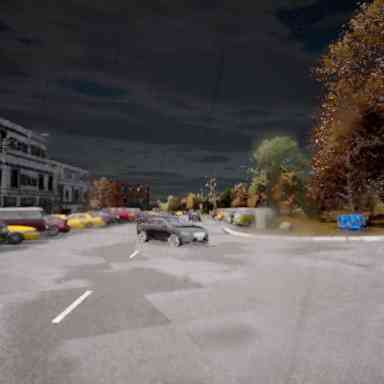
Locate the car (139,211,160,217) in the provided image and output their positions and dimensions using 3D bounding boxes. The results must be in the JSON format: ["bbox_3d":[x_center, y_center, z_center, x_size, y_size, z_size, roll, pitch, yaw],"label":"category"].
[{"bbox_3d":[-10.854,5.602,85.325,4.892,1.521,2.231,0,-4,-20],"label":"car"}]

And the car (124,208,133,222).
[{"bbox_3d":[-11.203,3.142,44.314,5.566,2.045,2.435,0,-3,-20],"label":"car"}]

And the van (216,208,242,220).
[{"bbox_3d":[6.888,4.095,61.781,4.442,1.987,1.878,2,-4,-19],"label":"van"}]

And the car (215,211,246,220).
[{"bbox_3d":[6.748,4.158,58.784,4.892,1.521,2.231,2,-4,-19],"label":"car"}]

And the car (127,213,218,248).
[{"bbox_3d":[-1.201,2.090,18.070,2.128,1.511,4.902,2,-3,-41],"label":"car"}]

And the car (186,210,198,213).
[{"bbox_3d":[0.411,3.884,52.906,1.812,1.442,4.674,0,-3,0],"label":"car"}]

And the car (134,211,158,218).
[{"bbox_3d":[-11.065,5.276,79.399,5.366,1.575,1.946,0,-3,-20],"label":"car"}]

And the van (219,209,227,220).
[{"bbox_3d":[6.557,3.310,46.991,4.442,1.987,1.878,2,-3,-19],"label":"van"}]

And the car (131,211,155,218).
[{"bbox_3d":[-10.950,4.961,73.611,4.892,1.521,2.231,0,-4,-20],"label":"car"}]

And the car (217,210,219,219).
[{"bbox_3d":[6.681,3.731,49.965,4.674,1.452,2.002,2,-3,-19],"label":"car"}]

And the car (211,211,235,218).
[{"bbox_3d":[6.900,4.988,73.495,4.792,1.488,2.163,2,-4,-19],"label":"car"}]

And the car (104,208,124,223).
[{"bbox_3d":[-11.232,3.118,41.388,4.553,1.767,2.185,0,-3,-20],"label":"car"}]

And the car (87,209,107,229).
[{"bbox_3d":[-11.442,2.798,32.532,5.366,1.575,1.946,0,-3,-20],"label":"car"}]

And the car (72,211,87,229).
[{"bbox_3d":[-11.490,2.507,26.678,5.366,1.575,1.946,0,-3,-20],"label":"car"}]

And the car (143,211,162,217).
[{"bbox_3d":[-10.797,5.923,91.179,4.892,1.521,2.231,0,-3,-20],"label":"car"}]

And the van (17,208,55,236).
[{"bbox_3d":[-11.249,1.996,20.934,4.442,1.987,1.878,0,-3,-20],"label":"van"}]

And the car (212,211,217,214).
[{"bbox_3d":[6.558,3.992,55.780,5.366,1.575,1.946,2,-3,-19],"label":"car"}]

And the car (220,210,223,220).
[{"bbox_3d":[6.641,3.427,44.079,4.674,1.452,2.002,2,-3,-19],"label":"car"}]

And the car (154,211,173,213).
[{"bbox_3d":[-4.726,3.990,55.319,1.837,1.490,4.892,0,-3,1],"label":"car"}]

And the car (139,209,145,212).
[{"bbox_3d":[-11.074,4.005,56.030,5.008,1.535,2.097,0,-3,-20],"label":"car"}]

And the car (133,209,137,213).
[{"bbox_3d":[-11.099,3.571,50.186,4.553,1.767,2.185,0,-3,-20],"label":"car"}]

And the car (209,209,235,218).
[{"bbox_3d":[6.875,4.867,76.423,5.566,2.045,2.435,2,-3,-19],"label":"car"}]

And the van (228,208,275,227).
[{"bbox_3d":[6.461,2.712,35.230,4.442,1.987,1.878,2,-3,-19],"label":"van"}]

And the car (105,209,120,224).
[{"bbox_3d":[-11.213,3.097,38.454,4.892,1.521,2.231,0,-3,-20],"label":"car"}]

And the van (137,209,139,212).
[{"bbox_3d":[-11.215,3.625,53.070,4.442,1.987,1.878,0,-3,-20],"label":"van"}]

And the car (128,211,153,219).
[{"bbox_3d":[-10.936,4.829,70.688,4.792,1.488,2.163,0,-4,-20],"label":"car"}]

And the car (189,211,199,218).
[{"bbox_3d":[0.478,5.009,73.732,2.128,1.511,4.902,0,-3,0],"label":"car"}]

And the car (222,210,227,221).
[{"bbox_3d":[6.620,3.277,41.138,4.674,1.452,2.002,2,-3,-20],"label":"car"}]

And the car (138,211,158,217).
[{"bbox_3d":[-10.872,5.481,82.394,4.674,1.452,2.002,0,-4,-20],"label":"car"}]

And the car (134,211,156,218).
[{"bbox_3d":[-10.919,5.160,76.535,4.674,1.452,2.002,0,-4,-20],"label":"car"}]

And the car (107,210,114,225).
[{"bbox_3d":[-11.212,2.978,35.530,4.792,1.488,2.163,0,-3,-19],"label":"car"}]

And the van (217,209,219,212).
[{"bbox_3d":[6.821,3.624,52.957,4.442,1.987,1.878,2,-3,-19],"label":"van"}]

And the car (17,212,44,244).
[{"bbox_3d":[-11.198,2.073,18.011,5.366,1.575,1.946,0,-3,-20],"label":"car"}]

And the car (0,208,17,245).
[{"bbox_3d":[-11.364,1.681,15.037,5.566,2.045,2.435,0,-3,-20],"label":"car"}]

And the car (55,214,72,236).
[{"bbox_3d":[-11.362,2.395,23.796,4.792,1.488,2.163,0,-3,-20],"label":"car"}]
